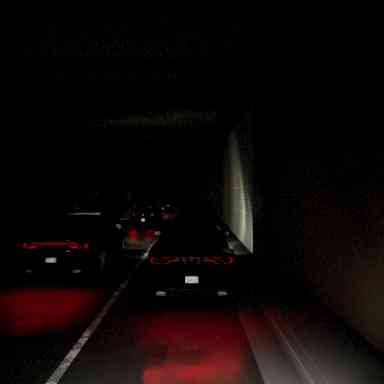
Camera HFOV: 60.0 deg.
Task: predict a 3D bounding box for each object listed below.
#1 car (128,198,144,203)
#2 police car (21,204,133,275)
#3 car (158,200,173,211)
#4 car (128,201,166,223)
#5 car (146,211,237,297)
[{"bbox_3d":[-6.810,1.492,41.592,2.128,1.511,4.902,0,0,0],"label":"car"},{"bbox_3d":[-3.396,1.425,10.592,1.930,1.638,5.238,0,0,0],"label":"police car"},{"bbox_3d":[-3.313,1.601,39.939,1.895,1.301,4.718,0,0,0],"label":"car"},{"bbox_3d":[-3.313,1.601,24.938,1.895,1.301,4.718,0,0,0],"label":"car"},{"bbox_3d":[-0.006,1.477,8.650,1.882,1.535,5.008,0,0,0],"label":"car"}]
